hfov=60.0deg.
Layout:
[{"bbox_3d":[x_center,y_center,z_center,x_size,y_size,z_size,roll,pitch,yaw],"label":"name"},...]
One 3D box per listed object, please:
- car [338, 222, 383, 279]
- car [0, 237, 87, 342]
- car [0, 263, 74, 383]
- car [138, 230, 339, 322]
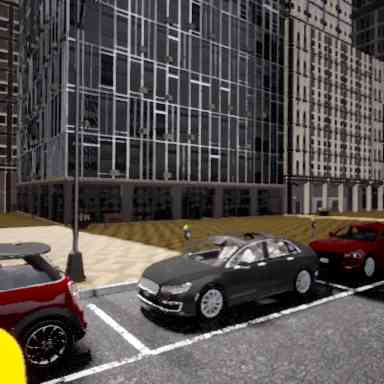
[{"bbox_3d":[5.480,1.652,10.446,4.507,1.381,1.887,1,0,-35],"label":"car"},{"bbox_3d":[-3.539,1.433,4.040,4.097,1.590,1.967,1,0,-35],"label":"car"},{"bbox_3d":[-3.198,1.455,0.982,5.008,1.535,1.882,1,0,-35],"label":"car"},{"bbox_3d":[0.970,1.601,7.243,4.403,1.369,2.008,1,0,-35],"label":"car"}]
